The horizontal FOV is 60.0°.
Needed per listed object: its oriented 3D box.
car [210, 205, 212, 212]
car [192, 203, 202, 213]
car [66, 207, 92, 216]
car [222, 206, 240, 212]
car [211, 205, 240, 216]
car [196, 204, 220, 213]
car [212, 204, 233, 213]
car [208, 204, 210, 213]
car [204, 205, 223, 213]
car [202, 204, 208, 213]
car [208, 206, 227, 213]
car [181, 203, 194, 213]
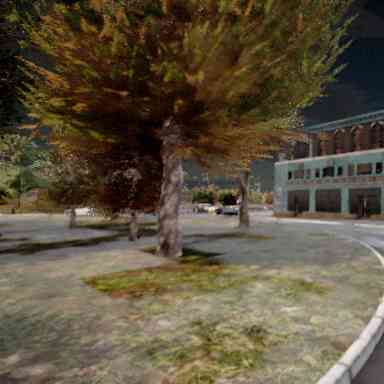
[{"bbox_3d":[2.424,4.105,78.034,5.366,1.575,1.946,1,-2,7],"label":"car"},{"bbox_3d":[-1.425,3.386,70.084,5.566,2.045,2.435,1,-2,6],"label":"car"},{"bbox_3d":[-15.631,2.629,47.028,4.674,1.442,1.812,0,-2,-1],"label":"car"},{"bbox_3d":[10.948,4.825,93.785,5.008,1.535,2.097,1,-1,8],"label":"car"},{"bbox_3d":[4.447,2.462,43.477,1.994,1.385,4.181,2,-5,-13],"label":"car"},{"bbox_3d":[4.008,4.006,80.675,5.566,2.045,2.435,1,-3,7],"label":"car"},{"bbox_3d":[8.098,4.376,88.563,5.566,2.045,2.435,1,-2,8],"label":"car"},{"bbox_3d":[1.236,3.832,75.387,4.553,1.767,2.185,1,-3,7],"label":"car"},{"bbox_3d":[5.378,4.265,83.300,4.553,1.767,2.185,1,-2,7],"label":"car"},{"bbox_3d":[-0.038,3.548,72.742,5.566,2.045,2.435,1,-3,7],"label":"car"},{"bbox_3d":[6.698,4.543,85.929,4.792,1.488,2.163,1,-2,8],"label":"car"},{"bbox_3d":[-2.717,3.479,67.410,4.892,1.521,2.231,1,-2,6],"label":"car"}]
